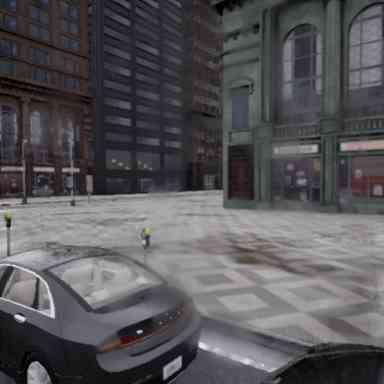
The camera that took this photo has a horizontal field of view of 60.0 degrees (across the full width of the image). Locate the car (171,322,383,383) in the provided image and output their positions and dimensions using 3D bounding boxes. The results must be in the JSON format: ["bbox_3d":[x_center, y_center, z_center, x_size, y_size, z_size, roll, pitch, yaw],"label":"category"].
[{"bbox_3d":[2.216,1.479,1.354,4.313,1.339,1.947,1,3,37],"label":"car"}]

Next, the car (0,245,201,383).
[{"bbox_3d":[-1.934,1.419,4.490,4.403,1.369,2.008,1,3,37],"label":"car"}]
